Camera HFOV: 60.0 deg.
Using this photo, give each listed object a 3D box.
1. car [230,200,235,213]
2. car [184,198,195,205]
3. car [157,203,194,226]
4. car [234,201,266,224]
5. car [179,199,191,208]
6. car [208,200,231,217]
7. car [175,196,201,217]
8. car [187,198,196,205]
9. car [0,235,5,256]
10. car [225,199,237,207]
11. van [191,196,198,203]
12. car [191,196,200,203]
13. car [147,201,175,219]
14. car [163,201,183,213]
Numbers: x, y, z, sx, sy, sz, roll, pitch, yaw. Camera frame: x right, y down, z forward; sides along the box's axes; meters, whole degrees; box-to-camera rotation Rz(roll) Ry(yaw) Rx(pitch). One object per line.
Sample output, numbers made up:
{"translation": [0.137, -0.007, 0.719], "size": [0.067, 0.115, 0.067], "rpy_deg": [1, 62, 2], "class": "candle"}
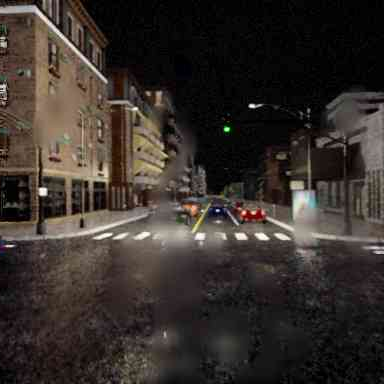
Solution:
{"translation": [5.494, 1.855, 37.964], "size": [1.802, 1.307, 4.206], "rpy_deg": [-1, -1, 4], "class": "car"}
{"translation": [-0.507, 2.067, 72.628], "size": [1.967, 1.590, 4.097], "rpy_deg": [-1, -1, 4], "class": "car"}
{"translation": [-1.156, 1.778, 25.626], "size": [1.994, 1.385, 4.181], "rpy_deg": [0, 0, 4], "class": "car"}
{"translation": [4.705, 1.621, 26.599], "size": [1.967, 1.590, 4.097], "rpy_deg": [-1, -1, 4], "class": "car"}
{"translation": [-1.304, 2.051, 61.093], "size": [1.752, 1.417, 4.829], "rpy_deg": [-1, -1, 4], "class": "car"}
{"translation": [2.686, 1.830, 34.821], "size": [1.994, 1.385, 4.181], "rpy_deg": [0, 0, 4], "class": "car"}
{"translation": [-0.461, 1.645, 35.403], "size": [2.097, 1.767, 4.553], "rpy_deg": [0, 0, 4], "class": "car"}
{"translation": [-0.123, 2.201, 78.140], "size": [1.752, 1.417, 4.829], "rpy_deg": [-1, -1, 4], "class": "car"}
{"translation": [-8.301, 1.647, 10.860], "size": [4.674, 1.442, 1.812], "rpy_deg": [0, -1, 20], "class": "car"}
{"translation": [7.070, 2.015, 60.696], "size": [2.008, 1.369, 4.403], "rpy_deg": [-1, -1, 4], "class": "car"}
{"translation": [0.674, 2.123, 89.678], "size": [1.690, 1.788, 3.998], "rpy_deg": [-1, -1, 4], "class": "van"}
{"translation": [1.067, 2.150, 95.359], "size": [2.192, 1.841, 5.009], "rpy_deg": [-1, -1, 4], "class": "car"}
{"translation": [-3.261, 1.841, 32.848], "size": [2.008, 1.369, 4.403], "rpy_deg": [-1, -1, 4], "class": "car"}
{"translation": [-2.473, 1.934, 44.214], "size": [2.008, 1.369, 4.403], "rpy_deg": [-1, -1, 4], "class": "car"}
